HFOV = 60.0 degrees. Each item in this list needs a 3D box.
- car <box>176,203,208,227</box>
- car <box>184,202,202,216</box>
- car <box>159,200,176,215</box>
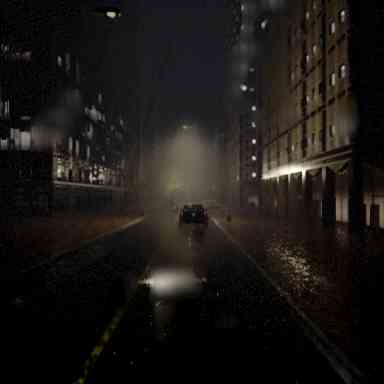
[{"bbox_3d":[0.117,1.616,25.076,2.097,1.767,4.553,0,-1,0],"label":"car"},{"bbox_3d":[0.127,1.963,39.271,2.033,1.411,5.357,0,-1,0],"label":"car"},{"bbox_3d":[-2.804,1.779,40.376,2.097,1.767,4.553,0,-1,0],"label":"car"}]
